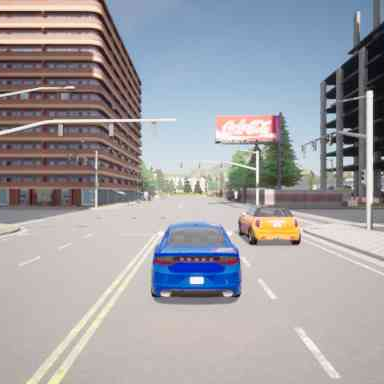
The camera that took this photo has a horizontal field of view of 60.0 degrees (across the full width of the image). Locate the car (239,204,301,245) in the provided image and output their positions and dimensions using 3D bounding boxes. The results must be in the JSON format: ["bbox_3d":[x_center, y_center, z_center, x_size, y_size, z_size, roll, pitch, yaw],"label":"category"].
[{"bbox_3d":[3.472,1.350,15.687,2.097,1.767,4.553,0,0,0],"label":"car"}]

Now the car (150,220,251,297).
[{"bbox_3d":[0.085,1.477,8.598,1.882,1.535,5.008,0,0,0],"label":"car"}]
